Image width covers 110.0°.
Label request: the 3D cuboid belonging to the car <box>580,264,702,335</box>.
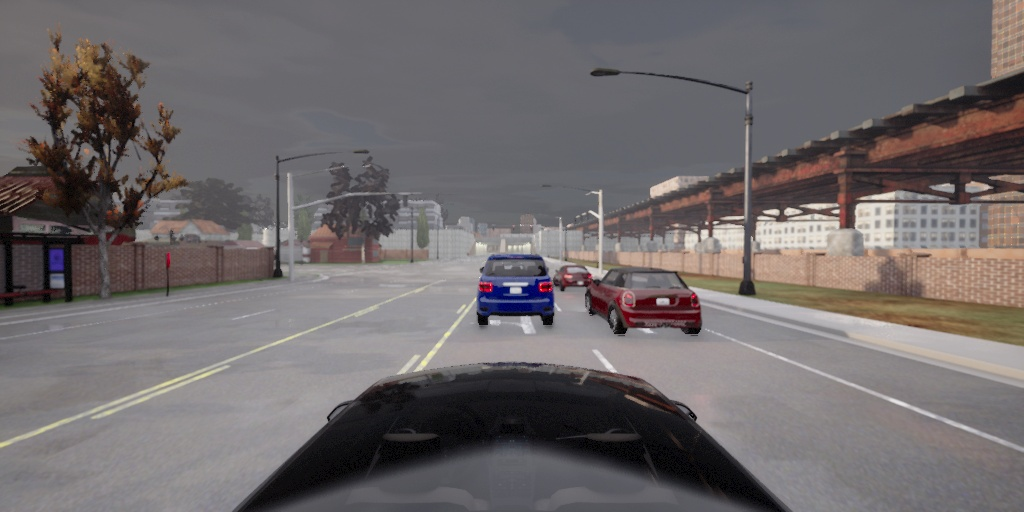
[{"bbox_3d":[3.591,1.099,10.653,2.097,1.767,4.553,0,0,0],"label":"car"}]

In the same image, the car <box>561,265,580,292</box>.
[{"bbox_3d":[3.579,1.228,21.053,1.812,1.442,4.674,0,0,0],"label":"car"}]

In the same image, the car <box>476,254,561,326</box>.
[{"bbox_3d":[0.089,0.964,11.799,2.150,2.045,5.566,0,0,0],"label":"car"}]
